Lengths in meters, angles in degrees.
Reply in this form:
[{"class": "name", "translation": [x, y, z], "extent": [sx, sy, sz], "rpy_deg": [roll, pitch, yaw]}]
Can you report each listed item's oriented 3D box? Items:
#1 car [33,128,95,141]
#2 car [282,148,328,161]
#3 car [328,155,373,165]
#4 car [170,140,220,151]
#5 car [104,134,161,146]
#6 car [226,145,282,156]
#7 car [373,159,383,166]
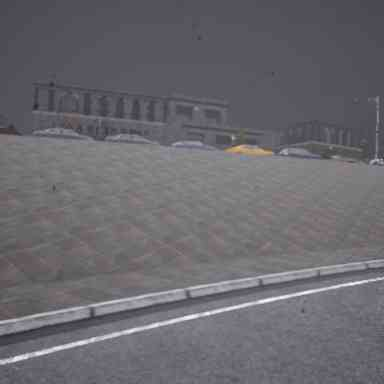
[{"class": "car", "translation": [-10.384, -4.367, 27.302], "extent": [4.892, 1.521, 2.231], "rpy_deg": [2, -1, -15]}, {"class": "car", "translation": [10.839, -3.553, 33.540], "extent": [4.553, 1.767, 2.185], "rpy_deg": [3, -1, -18]}, {"class": "car", "translation": [16.226, -3.145, 35.450], "extent": [4.792, 1.488, 2.163], "rpy_deg": [3, -1, -20]}, {"class": "car", "translation": [0.286, -3.873, 30.199], "extent": [4.674, 1.452, 2.002], "rpy_deg": [3, -1, -16]}, {"class": "car", "translation": [-5.048, -4.150, 28.697], "extent": [4.892, 1.521, 2.231], "rpy_deg": [2, -1, -15]}, {"class": "car", "translation": [5.590, -3.670, 31.816], "extent": [5.008, 1.535, 2.097], "rpy_deg": [3, -1, -17]}, {"class": "car", "translation": [21.386, -2.891, 37.393], "extent": [4.674, 1.452, 2.002], "rpy_deg": [3, -1, -21]}]
